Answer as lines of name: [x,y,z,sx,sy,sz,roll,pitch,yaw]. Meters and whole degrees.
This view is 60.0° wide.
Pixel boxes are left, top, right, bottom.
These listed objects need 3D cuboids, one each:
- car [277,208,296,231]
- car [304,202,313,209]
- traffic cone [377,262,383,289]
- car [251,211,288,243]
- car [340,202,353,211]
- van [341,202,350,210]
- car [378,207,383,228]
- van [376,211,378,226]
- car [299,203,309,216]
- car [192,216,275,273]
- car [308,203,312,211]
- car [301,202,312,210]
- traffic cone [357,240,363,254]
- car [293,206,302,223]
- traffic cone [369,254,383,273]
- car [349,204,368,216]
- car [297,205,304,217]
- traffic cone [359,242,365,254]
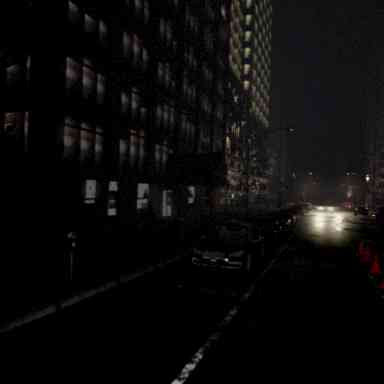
car: [5.492,1.937,21.843,1.887,1.381,4.507,1,-1,21]
car: [28.011,3.254,79.970,1.752,1.417,4.829,1,-1,21]
traffic cone: [5.142,2.224,8.739,0.340,0.580,0.340,2,-1,21]
car: [3.439,1.837,16.544,1.947,1.339,4.313,1,-1,21]
car: [33.833,3.194,71.802,2.192,1.841,5.009,1,-1,21]
van: [37.938,3.462,82.399,1.690,1.788,3.998,1,-1,21]
car: [15.360,2.097,24.114,2.192,1.841,5.009,1,-1,21]
van: [17.412,2.245,29.412,1.690,1.788,3.998,1,-1,21]
car: [13.702,2.432,43.038,2.008,1.369,4.403,1,-1,21]
car: [1.386,1.699,11.246,2.008,1.369,4.403,1,-1,21]
car: [17.808,2.675,53.635,2.008,1.369,4.403,1,-1,21]
car: [23.969,2.930,69.532,1.967,1.590,4.097,1,-1,21]
traffic cone: [7.309,2.353,14.332,0.340,0.580,0.340,2,-1,21]
car: [7.544,2.066,27.142,2.008,1.369,4.403,1,-1,21]
traffic cone: [5.864,2.267,10.603,0.340,0.580,0.340,2,-1,21]
car: [25.616,2.942,50.604,2.008,1.369,4.403,1,-1,21]
car: [9.596,2.219,32.440,1.802,1.307,4.206,1,-1,21]
traffic cone: [6.587,2.310,12.468,0.340,0.580,0.340,2,-1,21]
